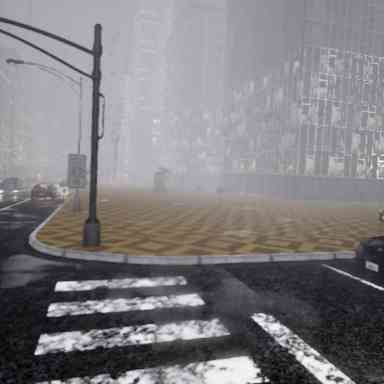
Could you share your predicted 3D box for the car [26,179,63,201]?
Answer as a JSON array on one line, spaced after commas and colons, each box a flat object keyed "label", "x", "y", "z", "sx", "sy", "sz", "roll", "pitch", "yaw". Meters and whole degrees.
[{"label": "car", "x": -12.088, "y": -0.082, "z": 27.436, "sx": 1.887, "sy": 1.381, "sz": 4.507, "roll": 1, "pitch": 3, "yaw": -16}]

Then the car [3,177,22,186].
[{"label": "car", "x": -28.073, "y": -1.674, "z": 52.057, "sx": 1.802, "sy": 1.307, "sz": 4.206, "roll": 1, "pitch": 3, "yaw": -17}]

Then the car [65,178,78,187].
[{"label": "car", "x": -21.691, "y": -1.756, "z": 59.898, "sx": 1.887, "sy": 1.381, "sz": 4.507, "roll": 1, "pitch": 3, "yaw": -17}]

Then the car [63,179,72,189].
[{"label": "car", "x": -18.490, "y": -1.193, "z": 49.078, "sx": 2.008, "sy": 1.369, "sz": 4.403, "roll": 1, "pitch": 3, "yaw": -16}]

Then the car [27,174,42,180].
[{"label": "car", "x": -32.868, "y": -2.776, "z": 68.276, "sx": 2.192, "sy": 1.841, "sz": 5.009, "roll": 1, "pitch": 3, "yaw": -17}]

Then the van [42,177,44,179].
[{"label": "van", "x": -34.468, "y": -3.028, "z": 73.686, "sx": 1.690, "sy": 1.788, "sz": 3.998, "roll": 1, "pitch": 3, "yaw": -17}]

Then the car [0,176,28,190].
[{"label": "car", "x": -22.126, "y": -1.079, "z": 41.263, "sx": 1.837, "sy": 1.490, "sz": 4.892, "roll": 2, "pitch": 2, "yaw": -16}]

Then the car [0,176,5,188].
[{"label": "car", "x": -24.868, "y": -1.258, "z": 41.229, "sx": 1.967, "sy": 1.590, "sz": 4.097, "roll": 1, "pitch": 3, "yaw": -17}]

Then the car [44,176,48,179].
[{"label": "car", "x": -36.076, "y": -3.065, "z": 79.107, "sx": 1.802, "sy": 1.307, "sz": 4.206, "roll": 1, "pitch": 3, "yaw": -17}]

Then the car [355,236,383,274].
[{"label": "car", "x": 6.168, "y": 1.364, "z": 8.116, "sx": 4.313, "sy": 1.339, "sz": 1.947, "roll": 2, "pitch": 3, "yaw": -17}]
